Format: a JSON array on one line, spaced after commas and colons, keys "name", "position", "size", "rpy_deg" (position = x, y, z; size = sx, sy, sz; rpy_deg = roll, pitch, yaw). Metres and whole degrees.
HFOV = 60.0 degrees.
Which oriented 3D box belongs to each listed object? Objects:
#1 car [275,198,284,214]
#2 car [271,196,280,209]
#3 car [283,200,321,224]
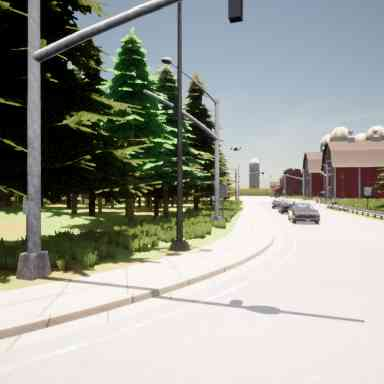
[{"name": "car", "position": [10.116, 1.601, 34.804], "size": [1.895, 1.301, 4.718], "rpy_deg": [0, 0, 10]}, {"name": "car", "position": [11.786, 1.564, 44.727], "size": [1.994, 1.385, 4.181], "rpy_deg": [0, 0, 9]}, {"name": "car", "position": [8.389, 1.547, 25.308], "size": [2.033, 1.411, 5.357], "rpy_deg": [0, 0, 10]}]
